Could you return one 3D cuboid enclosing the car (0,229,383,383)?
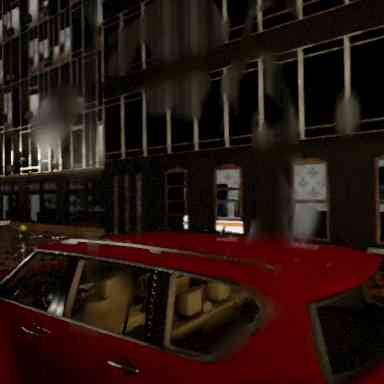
[{"bbox_3d":[-0.635,1.312,3.345,5.009,1.841,2.192,0,-1,35],"label":"car"}]
